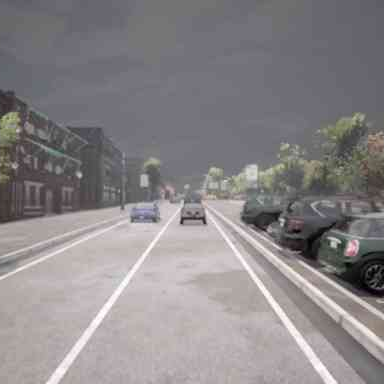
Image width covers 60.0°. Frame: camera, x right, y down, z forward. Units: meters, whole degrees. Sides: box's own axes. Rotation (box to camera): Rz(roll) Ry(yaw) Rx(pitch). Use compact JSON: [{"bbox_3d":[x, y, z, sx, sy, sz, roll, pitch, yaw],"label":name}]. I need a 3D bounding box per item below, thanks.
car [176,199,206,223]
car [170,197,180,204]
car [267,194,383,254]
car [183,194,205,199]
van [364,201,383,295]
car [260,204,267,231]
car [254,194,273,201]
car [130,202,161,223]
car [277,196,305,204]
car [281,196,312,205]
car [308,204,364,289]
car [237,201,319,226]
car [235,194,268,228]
[{"bbox_3d":[0.079,1.468,24.303,2.033,1.411,5.357,0,0,0],"label":"car"},{"bbox_3d":[-3.314,1.671,65.617,1.994,1.385,4.181,0,0,0],"label":"car"},{"bbox_3d":[5.614,1.159,10.883,5.566,2.045,2.435,0,0,0],"label":"car"},{"bbox_3d":[0.067,1.219,40.801,2.150,2.045,5.566,0,0,0],"label":"car"},{"bbox_3d":[5.476,1.211,5.278,4.442,1.987,1.878,0,0,0],"label":"van"},{"bbox_3d":[5.589,1.400,13.689,4.892,1.521,2.231,0,0,0],"label":"car"},{"bbox_3d":[18.686,1.522,87.379,4.553,1.767,2.185,0,0,0],"label":"car"},{"bbox_3d":[-3.369,1.448,24.620,1.812,1.442,4.674,0,0,0],"label":"car"},{"bbox_3d":[18.654,1.585,63.043,4.674,1.452,2.002,0,0,0],"label":"car"},{"bbox_3d":[18.652,1.533,59.767,4.892,1.521,2.231,0,0,0],"label":"car"},{"bbox_3d":[5.557,1.296,8.082,4.553,1.767,2.185,0,0,0],"label":"car"},{"bbox_3d":[5.574,1.390,22.094,4.892,1.521,2.231,0,0,0],"label":"car"},{"bbox_3d":[5.609,1.138,19.293,5.566,2.045,2.435,0,0,0],"label":"car"}]
